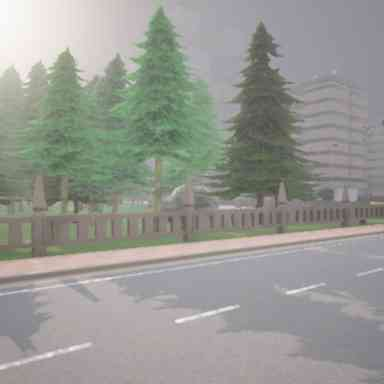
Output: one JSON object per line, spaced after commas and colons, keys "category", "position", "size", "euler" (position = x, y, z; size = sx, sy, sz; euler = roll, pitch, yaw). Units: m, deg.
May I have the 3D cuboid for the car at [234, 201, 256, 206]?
{"category": "car", "position": [9.961, 1.952, 61.424], "size": [2.033, 1.411, 5.357], "euler": [1, 0, -35]}
